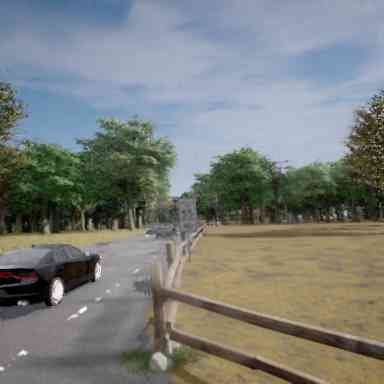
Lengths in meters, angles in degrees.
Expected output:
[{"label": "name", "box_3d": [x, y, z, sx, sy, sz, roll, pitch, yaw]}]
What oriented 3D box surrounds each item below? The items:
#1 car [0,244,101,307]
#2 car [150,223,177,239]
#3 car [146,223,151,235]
[{"label": "car", "box_3d": [-4.259, 2.277, 9.876, 1.882, 1.535, 5.008, -3, -5, 3]}, {"label": "car", "box_3d": [-2.746, 4.258, 36.117, 2.128, 1.511, 4.902, -3, -5, 3]}, {"label": "car", "box_3d": [-5.493, 5.341, 49.271, 2.097, 1.767, 4.553, -3, -5, 3]}]
